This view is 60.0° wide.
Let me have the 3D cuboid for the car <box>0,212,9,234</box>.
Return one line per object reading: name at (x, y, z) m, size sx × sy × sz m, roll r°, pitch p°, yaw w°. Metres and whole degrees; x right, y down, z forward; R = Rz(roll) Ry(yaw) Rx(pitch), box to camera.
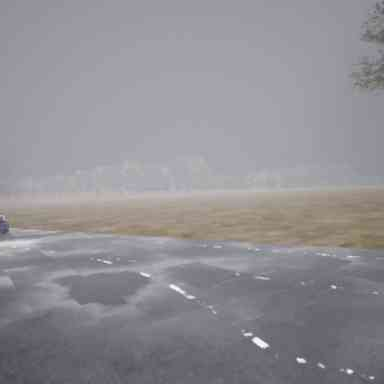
car at (-13.685, 1.837, 21.143) m, size 4.553 × 1.767 × 2.097 m, roll -2°, pitch 0°, yaw 35°
